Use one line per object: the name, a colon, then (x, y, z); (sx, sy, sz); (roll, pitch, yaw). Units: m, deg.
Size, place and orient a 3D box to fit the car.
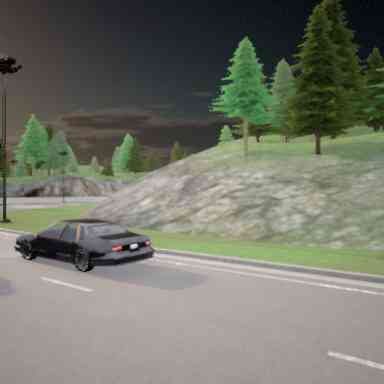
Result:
car: (-3.687, 1.598, 10.905); (5.357, 1.411, 2.033); (0, 0, 36)
